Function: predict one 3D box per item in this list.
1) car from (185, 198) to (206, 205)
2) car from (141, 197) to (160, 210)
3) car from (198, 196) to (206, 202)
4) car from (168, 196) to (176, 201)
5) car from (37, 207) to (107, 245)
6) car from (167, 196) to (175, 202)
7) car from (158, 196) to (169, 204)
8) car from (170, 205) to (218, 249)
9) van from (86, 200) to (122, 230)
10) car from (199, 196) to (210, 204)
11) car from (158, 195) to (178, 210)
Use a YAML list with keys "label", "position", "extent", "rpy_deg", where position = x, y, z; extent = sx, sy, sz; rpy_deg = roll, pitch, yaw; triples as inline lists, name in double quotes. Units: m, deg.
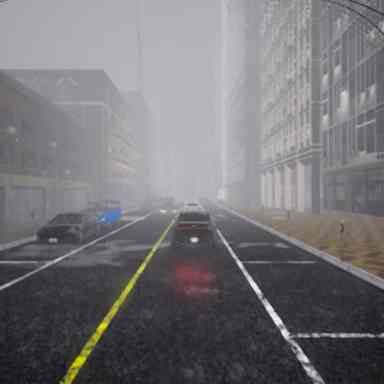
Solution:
- label: "car"
  position: [0.103, 1.604, 30.758]
  extent: [1.812, 1.442, 4.674]
  rpy_deg: [0, 0, 0]
- label: "car"
  position: [-5.670, 1.698, 44.032]
  extent: [1.802, 1.307, 4.206]
  rpy_deg: [0, 0, 0]
- label: "car"
  position: [2.731, 1.830, 89.217]
  extent: [1.947, 1.339, 4.313]
  rpy_deg: [0, 0, 0]
- label: "car"
  position: [-5.648, 1.809, 94.700]
  extent: [1.752, 1.417, 4.829]
  rpy_deg: [0, 0, 0]
- label: "car"
  position: [-5.683, 1.607, 15.790]
  extent: [1.947, 1.339, 4.313]
  rpy_deg: [0, 0, 0]
- label: "car"
  position: [-5.650, 1.830, 89.220]
  extent: [1.947, 1.339, 4.313]
  rpy_deg: [0, 0, 0]
- label: "car"
  position: [-5.660, 1.628, 66.627]
  extent: [1.967, 1.590, 4.097]
  rpy_deg: [0, 0, 0]
- label: "car"
  position: [0.095, 1.542, 14.815]
  extent: [1.837, 1.490, 4.892]
  rpy_deg: [0, 0, 0]
- label: "van"
  position: [-5.680, 1.396, 21.439]
  extent: [1.690, 1.788, 3.998]
  rpy_deg: [0, 0, 0]
- label: "car"
  position: [2.721, 1.714, 66.793]
  extent: [1.752, 1.417, 4.829]
  rpy_deg: [0, 0, 0]
- label: "car"
  position: [-3.066, 1.471, 45.270]
  extent: [2.097, 1.767, 4.553]
  rpy_deg: [0, 0, 0]
